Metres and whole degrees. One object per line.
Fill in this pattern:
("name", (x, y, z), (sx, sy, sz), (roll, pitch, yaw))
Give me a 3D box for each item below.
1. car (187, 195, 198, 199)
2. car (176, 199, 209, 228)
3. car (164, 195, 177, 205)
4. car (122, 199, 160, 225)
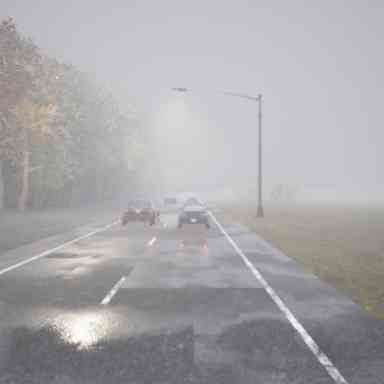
("car", (0.087, 1.270, 55.338), (1.812, 1.442, 4.674), (0, 0, 0))
("car", (0.096, 1.432, 21.241), (1.812, 1.442, 4.674), (0, 0, 0))
("car", (-3.412, 1.232, 53.424), (1.882, 1.535, 5.008), (0, 0, 0))
("car", (-3.406, 1.250, 23.095), (2.097, 1.767, 4.553), (0, 0, 0))
